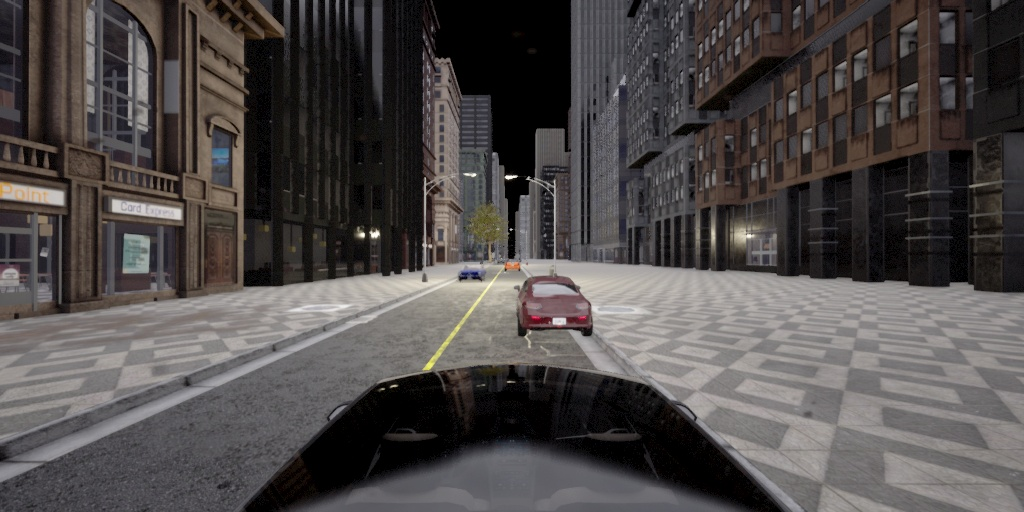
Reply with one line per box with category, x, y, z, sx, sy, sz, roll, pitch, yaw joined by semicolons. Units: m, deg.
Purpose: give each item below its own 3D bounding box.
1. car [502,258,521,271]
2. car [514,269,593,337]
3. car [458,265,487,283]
car;0.084;1.126;48.405;2.097;1.767;4.553;0;0;1
car;1.047;1.277;10.219;1.812;1.442;4.674;0;0;0
car;-3.111;1.357;28.554;1.895;1.301;4.718;0;0;0
